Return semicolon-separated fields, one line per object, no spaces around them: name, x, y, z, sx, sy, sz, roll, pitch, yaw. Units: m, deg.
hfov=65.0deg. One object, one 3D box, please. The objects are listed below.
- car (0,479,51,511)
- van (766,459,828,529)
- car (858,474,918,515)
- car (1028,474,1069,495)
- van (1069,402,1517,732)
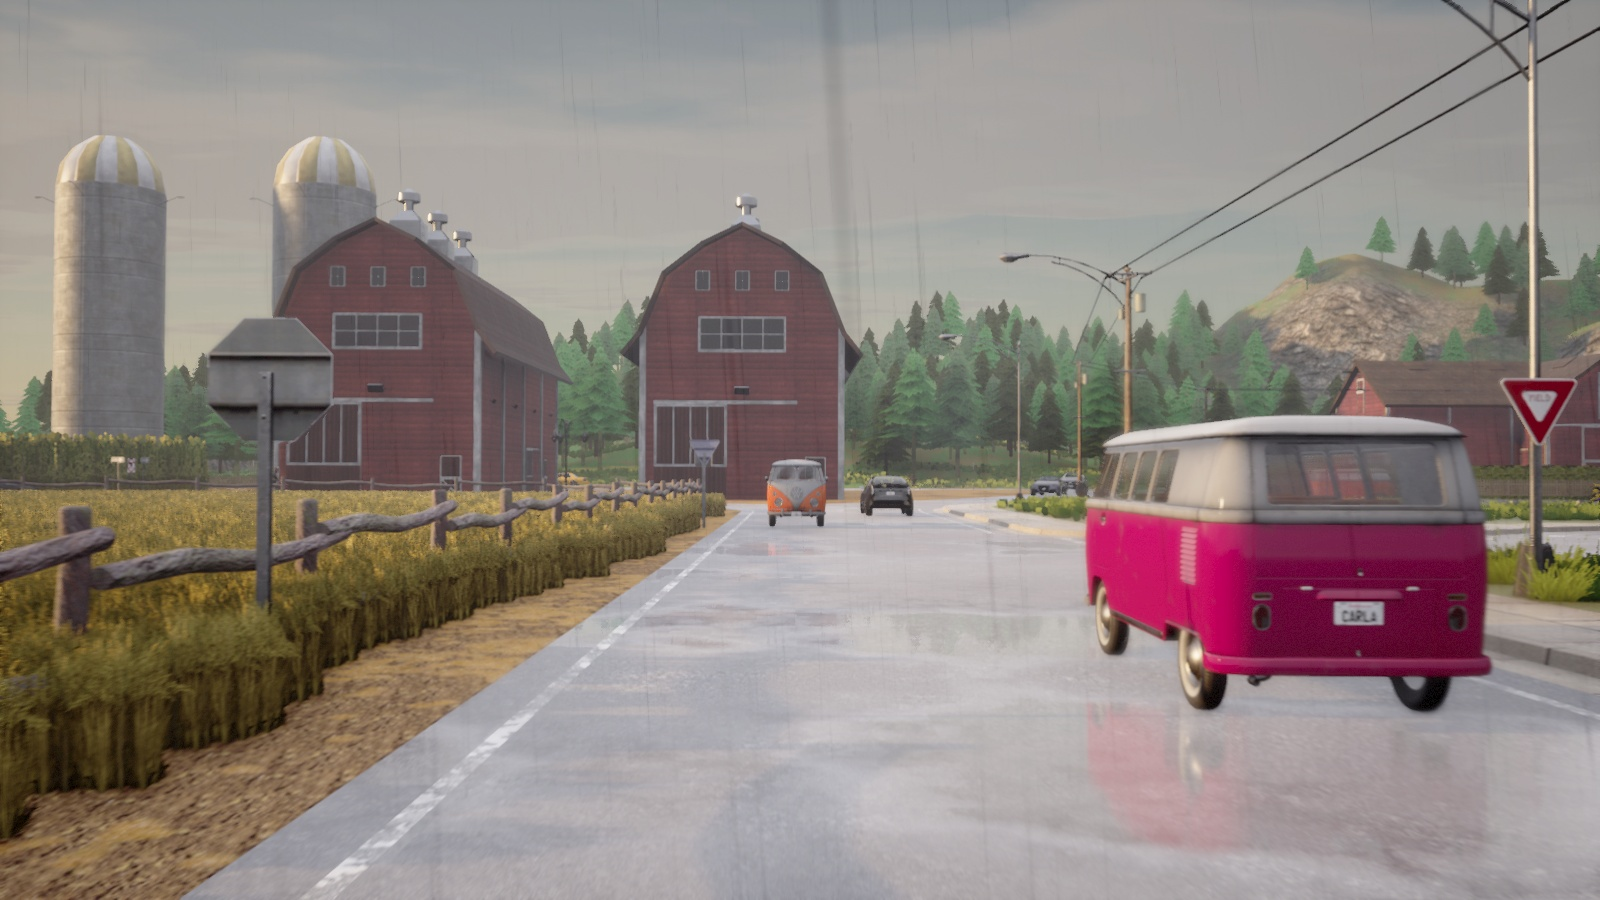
car;-37.492;2.087;57.731;1.837;1.490;4.892;-2;-2;39
van;-0.097;1.312;38.378;1.775;1.987;4.442;0;-1;0
car;3.365;1.692;48.802;2.007;1.525;4.514;0;-1;0
car;17.216;2.358;86.770;1.994;1.385;4.181;-1;-1;22
van;3.449;0.747;9.801;1.775;1.987;4.442;0;-1;1
